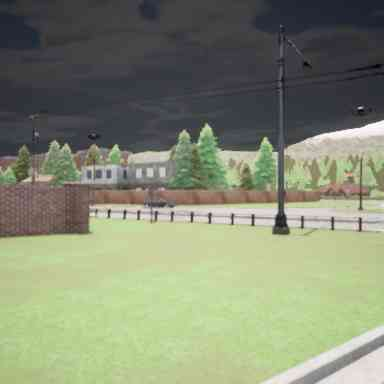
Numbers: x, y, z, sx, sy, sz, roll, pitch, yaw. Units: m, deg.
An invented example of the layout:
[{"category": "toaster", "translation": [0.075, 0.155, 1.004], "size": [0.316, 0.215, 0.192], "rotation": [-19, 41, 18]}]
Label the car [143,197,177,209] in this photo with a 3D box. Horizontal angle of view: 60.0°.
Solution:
[{"category": "car", "translation": [-4.506, 1.540, 46.334], "size": [4.892, 1.490, 1.837], "rotation": [0, 1, 21]}]
